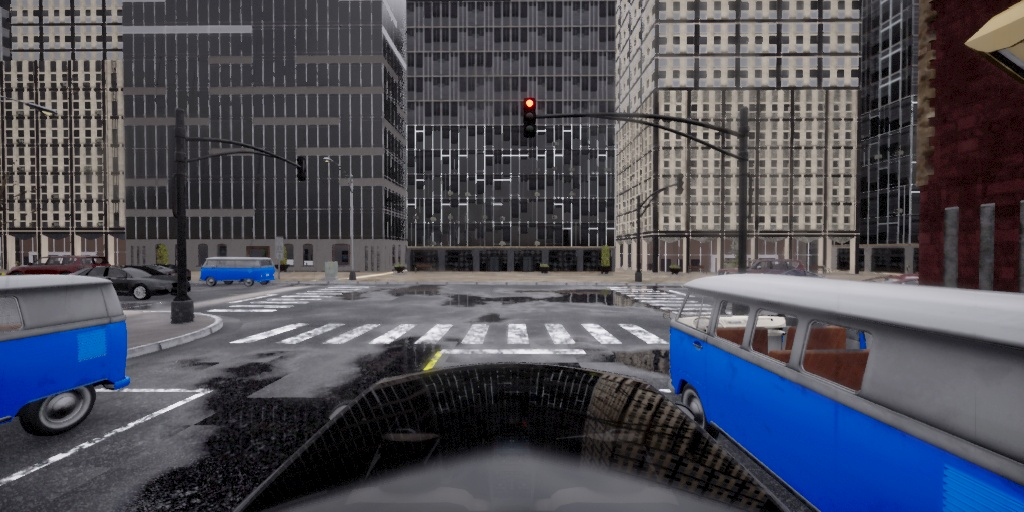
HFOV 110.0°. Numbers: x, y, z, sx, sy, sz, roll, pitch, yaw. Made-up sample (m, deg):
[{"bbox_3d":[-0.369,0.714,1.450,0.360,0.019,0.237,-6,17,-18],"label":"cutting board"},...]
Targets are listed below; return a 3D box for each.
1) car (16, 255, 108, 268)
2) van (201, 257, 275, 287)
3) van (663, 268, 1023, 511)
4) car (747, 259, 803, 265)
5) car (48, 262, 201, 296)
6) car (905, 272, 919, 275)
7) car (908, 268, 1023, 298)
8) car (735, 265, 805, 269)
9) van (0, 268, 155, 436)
[{"bbox_3d":[-28.141,0.874,22.473,5.009,1.841,2.192,0,0,1],"label":"car"},{"bbox_3d":[-17.096,0.951,22.373,3.998,1.789,1.690,0,0,1],"label":"van"},{"bbox_3d":[2.691,1.090,2.782,1.690,1.789,3.998,0,0,0],"label":"van"},{"bbox_3d":[15.292,1.089,22.082,5.009,1.841,2.192,0,0,1],"label":"car"},{"bbox_3d":[-17.719,1.193,16.576,4.892,1.490,1.837,0,1,1],"label":"car"},{"bbox_3d":[15.216,1.437,13.703,4.507,1.381,1.888,0,0,1],"label":"car"},{"bbox_3d":[25.266,1.412,19.392,5.357,1.411,2.033,0,1,0],"label":"car"},{"bbox_3d":[14.801,1.372,19.486,4.181,1.385,1.994,0,1,1],"label":"car"},{"bbox_3d":[-5.690,1.090,2.836,1.690,1.789,3.998,0,0,0],"label":"van"}]
